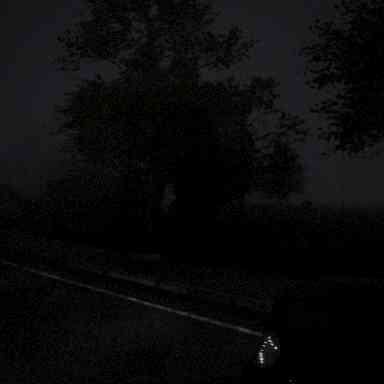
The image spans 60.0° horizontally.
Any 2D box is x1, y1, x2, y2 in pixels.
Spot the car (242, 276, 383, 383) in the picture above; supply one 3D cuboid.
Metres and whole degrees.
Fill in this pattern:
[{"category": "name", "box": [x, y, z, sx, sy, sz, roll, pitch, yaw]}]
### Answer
[{"category": "car", "box": [3.073, 1.226, 1.849, 5.566, 2.045, 2.150, 0, 0, 36]}]
